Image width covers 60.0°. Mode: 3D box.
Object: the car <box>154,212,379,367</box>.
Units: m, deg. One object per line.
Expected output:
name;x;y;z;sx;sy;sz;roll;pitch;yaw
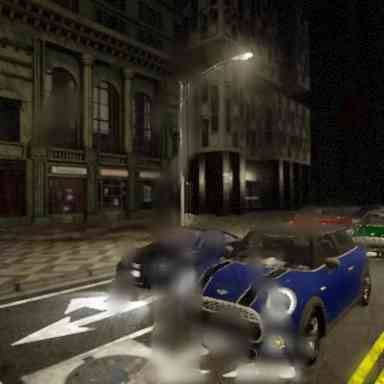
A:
car;1.732;1.437;6.165;2.097;1.767;4.553;-1;-1;40

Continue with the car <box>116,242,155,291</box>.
car;0.007;1.705;9.169;1.994;1.385;4.181;-1;-1;41

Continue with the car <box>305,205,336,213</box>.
car;6.479;1.562;16.684;2.097;1.767;4.553;-1;-1;41

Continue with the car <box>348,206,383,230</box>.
car;13.011;1.806;24.243;1.812;1.442;4.674;-1;-1;41

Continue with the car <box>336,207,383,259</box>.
car;7.489;1.498;12.878;2.097;1.767;4.553;-1;-1;41
